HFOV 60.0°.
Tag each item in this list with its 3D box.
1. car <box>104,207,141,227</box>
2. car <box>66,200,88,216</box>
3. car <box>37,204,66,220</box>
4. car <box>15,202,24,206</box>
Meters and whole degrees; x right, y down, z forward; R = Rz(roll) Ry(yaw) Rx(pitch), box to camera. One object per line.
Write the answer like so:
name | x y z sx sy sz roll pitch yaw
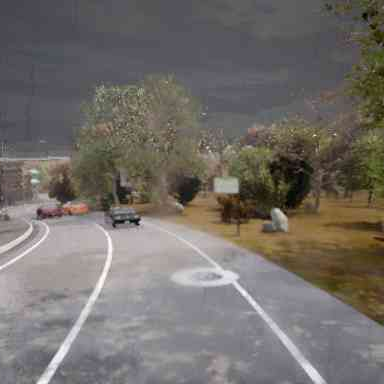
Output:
car | -5.077 1.704 23.760 1.895 1.301 4.718 -2 0 -22
car | -13.991 1.798 39.461 2.097 1.767 4.553 -4 1 -33
car | -15.097 2.033 35.060 1.882 1.535 5.008 -4 0 -33
car | -35.980 2.402 69.605 2.128 1.511 4.902 -3 0 -24
